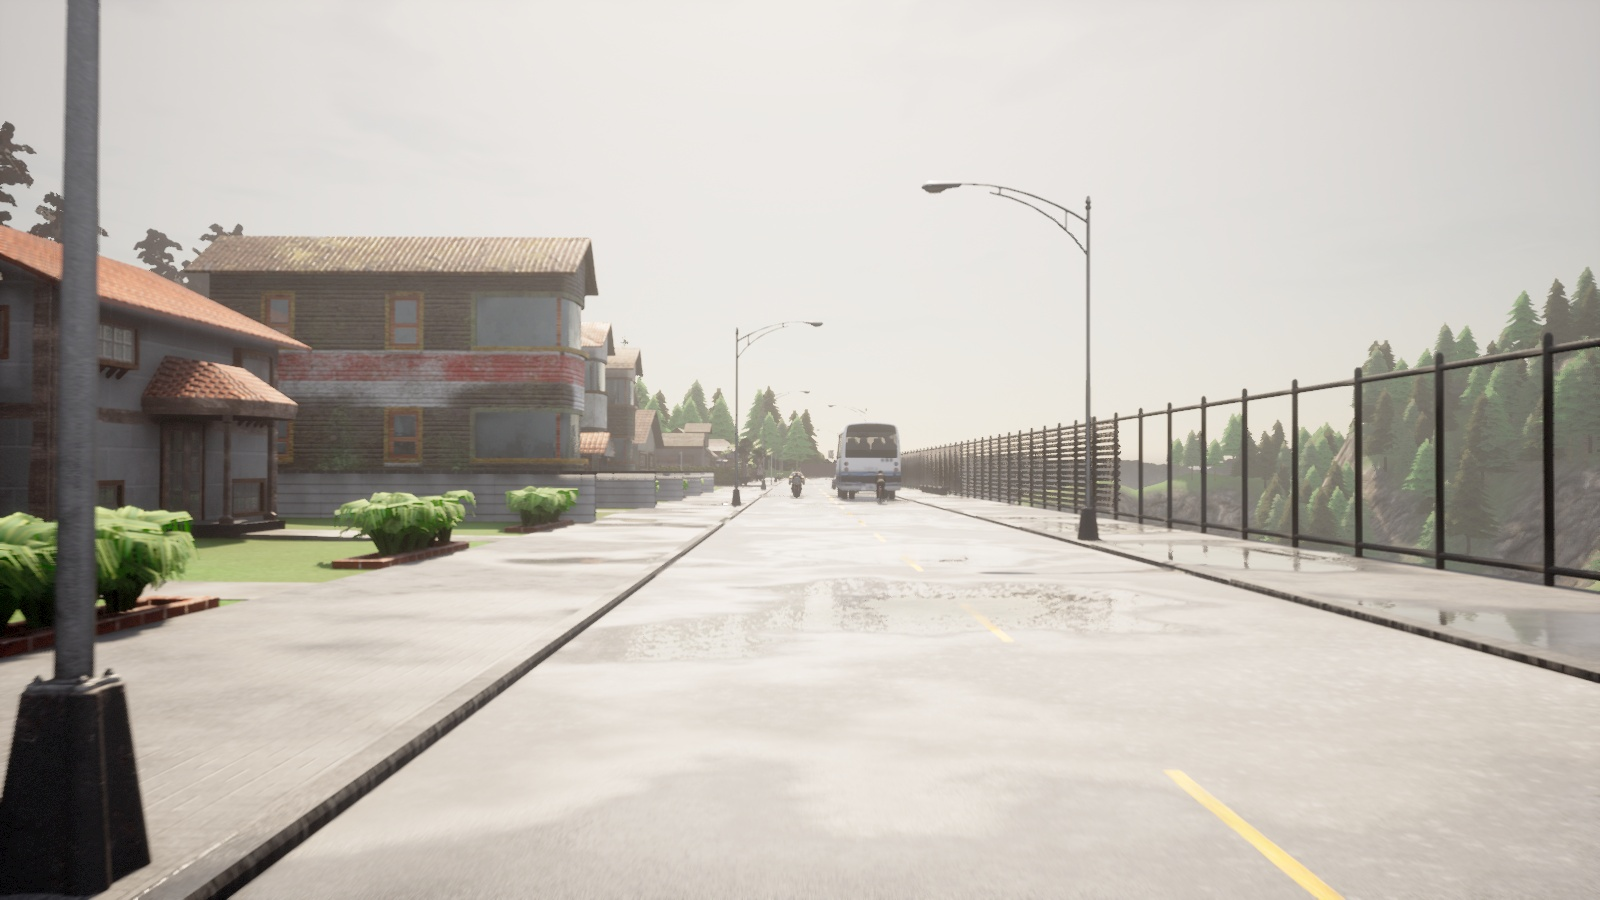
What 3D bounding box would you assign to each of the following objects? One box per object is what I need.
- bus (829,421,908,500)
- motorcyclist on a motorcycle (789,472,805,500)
[{"bbox_3d":[3.818,0.644,72.947,3.944,4.253,10.273,0,-1,0],"label":"bus"},{"bbox_3d":[-0.174,2.051,71.696,0.866,1.530,2.191,0,-1,0],"label":"motorcyclist on a motorcycle"}]
